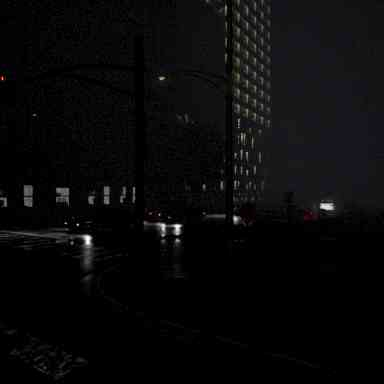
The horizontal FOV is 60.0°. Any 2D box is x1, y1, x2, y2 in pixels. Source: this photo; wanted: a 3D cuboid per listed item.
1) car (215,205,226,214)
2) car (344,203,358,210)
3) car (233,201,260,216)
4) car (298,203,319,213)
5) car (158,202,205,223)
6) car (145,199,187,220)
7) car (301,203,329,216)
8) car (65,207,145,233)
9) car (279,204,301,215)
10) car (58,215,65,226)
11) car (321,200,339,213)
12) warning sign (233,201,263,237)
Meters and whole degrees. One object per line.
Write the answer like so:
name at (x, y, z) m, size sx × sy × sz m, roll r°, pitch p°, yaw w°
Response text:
car at (4.969, 2.339, 44.881) m, size 1.895 × 1.301 × 4.718 m, roll 0°, pitch -1°, yaw 33°
car at (31.480, 2.837, 65.732) m, size 1.812 × 1.442 × 4.674 m, roll 0°, pitch -1°, yaw 33°
car at (6.920, 2.072, 41.912) m, size 2.097 × 1.767 × 4.553 m, roll 0°, pitch -1°, yaw 33°
car at (19.164, 2.576, 54.737) m, size 2.033 × 1.411 × 5.357 m, roll 0°, pitch -1°, yaw 33°
car at (-0.624, 1.972, 30.248) m, size 1.837 × 1.490 × 4.892 m, roll 0°, pitch -1°, yaw 33°
car at (-2.400, 1.717, 33.489) m, size 2.150 × 2.045 × 5.566 m, roll 0°, pitch -1°, yaw 33°
car at (16.496, 2.456, 44.519) m, size 1.895 × 1.301 × 4.718 m, roll 0°, pitch -1°, yaw 33°
car at (-5.681, 1.805, 22.413) m, size 1.837 × 1.490 × 4.892 m, roll 0°, pitch -1°, yaw 33°
car at (13.630, 2.395, 46.075) m, size 2.033 × 1.411 × 5.357 m, roll 0°, pitch -1°, yaw 33°
car at (-7.697, 1.921, 25.279) m, size 1.895 × 1.301 × 4.718 m, roll 0°, pitch -1°, yaw 33°
car at (21.914, 2.254, 53.003) m, size 2.150 × 2.045 × 5.566 m, roll 0°, pitch -1°, yaw 33°
warning sign at (3.109, 1.454, 18.570) m, size 1.300 × 1.860 × 1.060 m, roll 1°, pitch 1°, yaw 33°
